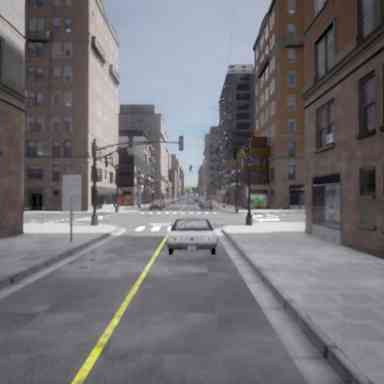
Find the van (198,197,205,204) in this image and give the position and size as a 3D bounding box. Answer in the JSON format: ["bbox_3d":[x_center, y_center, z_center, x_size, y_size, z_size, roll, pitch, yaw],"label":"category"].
[{"bbox_3d":[2.386,2.291,86.124,1.690,1.788,3.998,0,-1,0],"label":"van"}]

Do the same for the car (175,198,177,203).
[{"bbox_3d":[-5.639,2.390,86.133,1.967,1.590,4.097,0,-1,0],"label":"car"}]

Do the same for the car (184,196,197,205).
[{"bbox_3d":[-0.260,2.374,78.958,2.033,1.411,5.357,0,-1,0],"label":"car"}]

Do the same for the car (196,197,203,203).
[{"bbox_3d":[2.365,2.314,69.591,1.947,1.339,4.313,0,-1,0],"label":"car"}]

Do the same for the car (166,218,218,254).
[{"bbox_3d":[0.005,1.739,14.118,1.895,1.301,4.718,0,-1,0],"label":"car"}]

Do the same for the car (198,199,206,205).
[{"bbox_3d":[2.379,2.432,80.612,2.008,1.369,4.403,0,-1,0],"label":"car"}]

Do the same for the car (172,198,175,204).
[{"bbox_3d":[-5.653,2.365,75.111,2.008,1.369,4.403,0,-1,0],"label":"car"}]

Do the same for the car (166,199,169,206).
[{"bbox_3d":[-5.674,2.060,58.582,1.967,1.590,4.097,0,-1,0],"label":"car"}]

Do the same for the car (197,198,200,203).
[{"bbox_3d":[2.358,2.265,64.081,1.802,1.307,4.206,0,-1,0],"label":"car"}]

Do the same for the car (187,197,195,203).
[{"bbox_3d":[-0.245,2.191,90.566,2.097,1.767,4.553,0,-1,0],"label":"car"}]

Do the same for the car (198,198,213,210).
[{"bbox_3d":[2.344,2.122,53.059,1.947,1.339,4.313,0,-1,0],"label":"car"}]

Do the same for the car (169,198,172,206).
[{"bbox_3d":[-5.660,2.330,69.601,1.802,1.307,4.206,0,-1,0],"label":"car"}]

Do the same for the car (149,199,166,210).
[{"bbox_3d":[-5.681,1.997,53.071,1.967,1.590,4.097,0,-1,0],"label":"car"}]
